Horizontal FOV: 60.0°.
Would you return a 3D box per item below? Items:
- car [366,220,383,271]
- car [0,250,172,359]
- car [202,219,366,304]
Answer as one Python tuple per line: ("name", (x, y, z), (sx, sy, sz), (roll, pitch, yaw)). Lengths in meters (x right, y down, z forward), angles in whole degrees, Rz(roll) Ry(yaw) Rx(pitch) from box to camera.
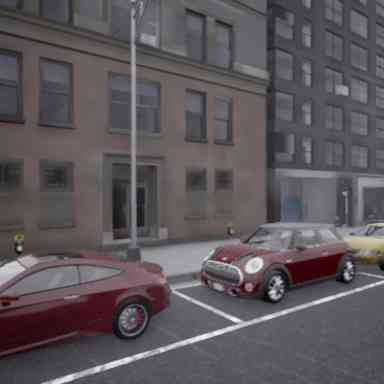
("car", (6.534, 1.645, 11.312), (4.829, 1.417, 1.752), (1, -1, -35))
("car", (-2.294, 1.592, 5.022), (4.206, 1.307, 1.802), (1, -1, -35))
("car", (2.189, 1.505, 8.218), (4.097, 1.590, 1.967), (1, -1, -35))
